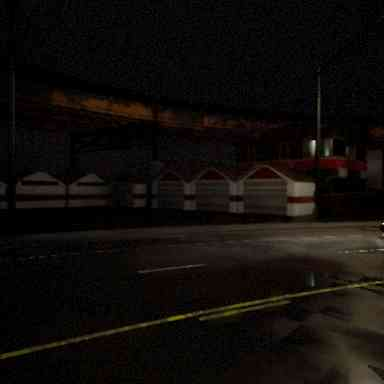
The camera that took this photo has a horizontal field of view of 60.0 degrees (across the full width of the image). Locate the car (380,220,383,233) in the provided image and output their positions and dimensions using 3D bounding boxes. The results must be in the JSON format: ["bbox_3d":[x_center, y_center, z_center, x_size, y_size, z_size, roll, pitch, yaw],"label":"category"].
[{"bbox_3d":[11.239,1.546,15.260,4.718,1.301,1.895,0,0,-9],"label":"car"}]
